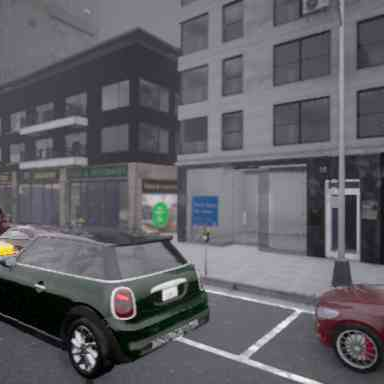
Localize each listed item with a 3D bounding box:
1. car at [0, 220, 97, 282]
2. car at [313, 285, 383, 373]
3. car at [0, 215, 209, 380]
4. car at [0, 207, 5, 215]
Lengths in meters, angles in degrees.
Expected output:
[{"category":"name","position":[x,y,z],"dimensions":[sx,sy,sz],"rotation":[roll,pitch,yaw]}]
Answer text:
[{"category":"car","position":[-5.127,1.706,10.633],"dimensions":[4.206,1.307,1.802],"rotation":[0,-1,37]},{"category":"car","position":[3.689,1.657,4.051],"dimensions":[4.206,1.307,1.802],"rotation":[0,-1,37]},{"category":"car","position":[-2.004,1.425,5.864],"dimensions":[4.553,1.767,2.097],"rotation":[0,-1,37]},{"category":"car","position":[-9.534,1.464,13.927],"dimensions":[5.009,1.841,2.192],"rotation":[0,-1,37]}]
